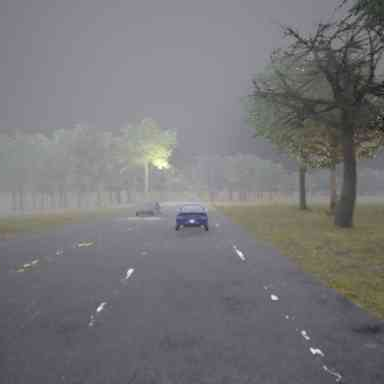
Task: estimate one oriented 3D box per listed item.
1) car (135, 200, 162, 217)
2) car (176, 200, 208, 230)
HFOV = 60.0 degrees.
[{"bbox_3d":[-4.174,1.582,32.457,1.837,1.490,4.892,1,0,6],"label":"car"},{"bbox_3d":[0.004,1.507,21.304,1.882,1.535,5.008,0,0,0],"label":"car"}]
